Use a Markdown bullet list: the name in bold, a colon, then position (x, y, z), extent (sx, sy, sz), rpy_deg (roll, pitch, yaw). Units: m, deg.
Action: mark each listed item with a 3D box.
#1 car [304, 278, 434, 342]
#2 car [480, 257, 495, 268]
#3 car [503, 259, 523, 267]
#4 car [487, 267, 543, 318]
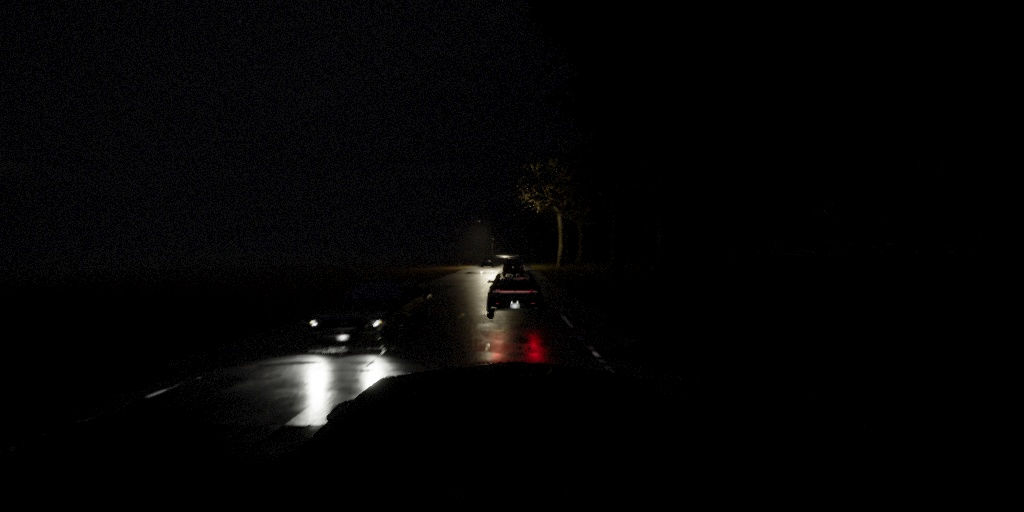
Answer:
- **car**: position (-3.600, 1.367, 10.289), extent (2.033, 1.411, 5.357), rpy_deg (0, 0, 0)
- **car**: position (-3.504, 0.862, 51.795), extent (1.837, 1.490, 4.892), rpy_deg (0, 1, 0)
- **car**: position (0.097, 1.140, 38.486), extent (2.097, 1.767, 4.553), rpy_deg (0, 0, 0)
- **car**: position (0.095, 1.330, 13.473), extent (2.128, 1.511, 4.902), rpy_deg (0, 0, 0)
